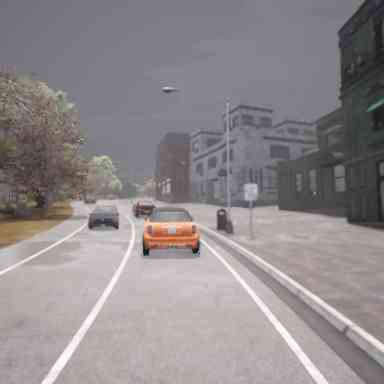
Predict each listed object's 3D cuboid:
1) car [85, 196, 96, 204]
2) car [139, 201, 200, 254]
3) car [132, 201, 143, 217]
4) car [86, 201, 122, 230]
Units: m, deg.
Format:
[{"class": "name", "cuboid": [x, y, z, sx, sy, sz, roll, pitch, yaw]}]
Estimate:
[{"class": "car", "cuboid": [-18.492, 1.478, 60.560, 2.033, 1.411, 5.357, 2, 0, -19]}, {"class": "car", "cuboid": [-0.963, 1.402, 13.837, 2.097, 1.767, 4.553, 0, 0, -7]}, {"class": "car", "cuboid": [-4.745, 1.611, 32.488, 1.882, 1.535, 5.008, 1, 0, -16]}, {"class": "car", "cuboid": [-5.670, 1.593, 21.961, 2.033, 1.411, 5.357, 1, 0, -11]}]
